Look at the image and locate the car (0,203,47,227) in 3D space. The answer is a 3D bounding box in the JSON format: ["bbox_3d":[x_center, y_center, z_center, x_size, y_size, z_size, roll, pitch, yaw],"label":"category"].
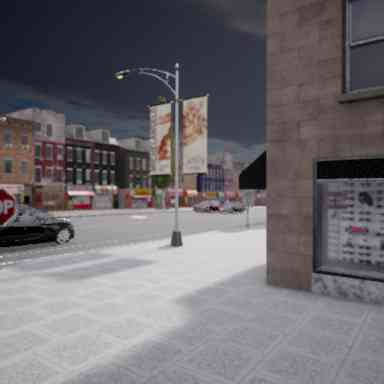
[{"bbox_3d":[-12.834,1.573,22.884,1.837,1.490,4.892,1,0,36],"label":"car"}]

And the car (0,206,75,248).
[{"bbox_3d":[-7.262,1.519,13.651,1.882,1.535,5.008,0,-1,35],"label":"car"}]

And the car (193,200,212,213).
[{"bbox_3d":[2.068,1.877,44.026,2.097,1.767,4.553,0,-1,35],"label":"car"}]

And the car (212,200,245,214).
[{"bbox_3d":[5.034,2.038,42.593,2.128,1.511,4.902,0,-1,35],"label":"car"}]

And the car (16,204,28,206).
[{"bbox_3d":[-10.569,1.632,20.423,1.994,1.385,4.181,0,-1,35],"label":"car"}]
